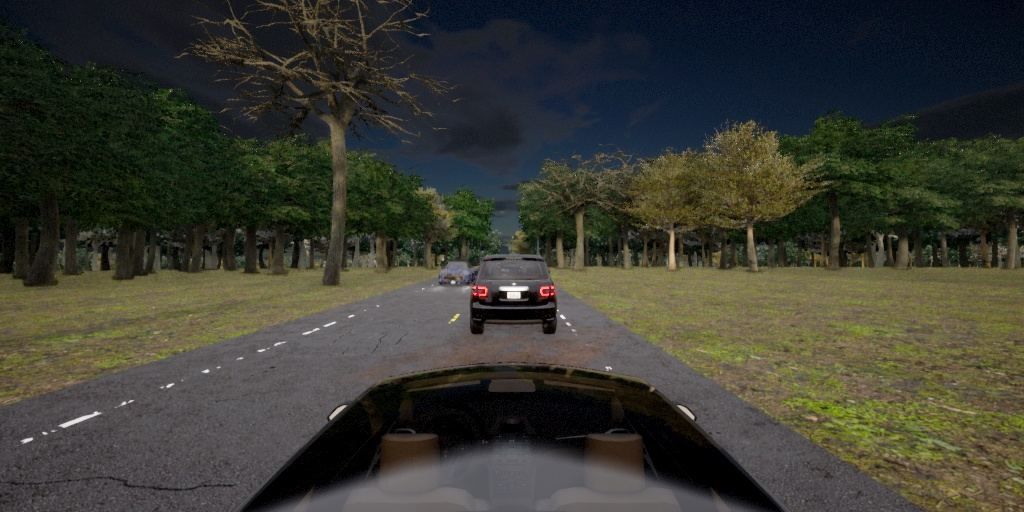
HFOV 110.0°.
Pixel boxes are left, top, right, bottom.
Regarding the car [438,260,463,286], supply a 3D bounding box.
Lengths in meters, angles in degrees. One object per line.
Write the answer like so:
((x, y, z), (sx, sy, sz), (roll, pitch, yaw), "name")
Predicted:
((-3.819, 1.111, 25.358), (2.097, 1.767, 4.553), (0, 0, -1), "car")

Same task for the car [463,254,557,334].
((0.017, 0.975, 10.740), (2.150, 2.045, 5.566), (0, 0, -1), "car")
